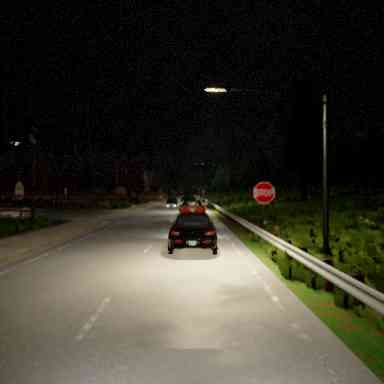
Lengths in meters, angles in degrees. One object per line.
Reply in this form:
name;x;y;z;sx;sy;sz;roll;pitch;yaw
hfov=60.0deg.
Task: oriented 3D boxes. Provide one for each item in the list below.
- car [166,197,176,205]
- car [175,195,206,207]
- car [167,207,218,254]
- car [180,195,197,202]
car;-3.531;1.548;59.162;2.033;1.411;5.357;0;0;0
car;0.033;1.353;26.424;2.097;1.767;4.553;0;0;1
car;0.044;1.526;13.349;1.812;1.442;4.674;0;0;1
car;-0.782;1.340;72.605;1.812;1.442;4.674;0;0;-29
